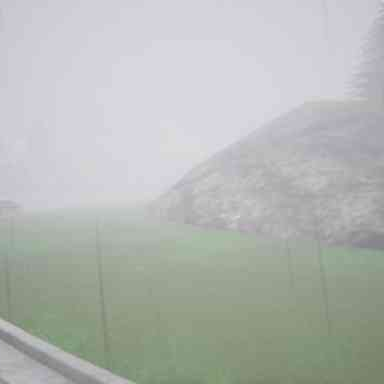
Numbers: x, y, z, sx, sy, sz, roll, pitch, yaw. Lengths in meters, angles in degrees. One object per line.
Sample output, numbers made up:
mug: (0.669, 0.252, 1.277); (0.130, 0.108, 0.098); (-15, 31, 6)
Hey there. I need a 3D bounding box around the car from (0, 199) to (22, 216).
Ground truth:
car: (-18.378, 1.471, 32.292); (1.837, 1.490, 4.892); (-2, 1, -2)
